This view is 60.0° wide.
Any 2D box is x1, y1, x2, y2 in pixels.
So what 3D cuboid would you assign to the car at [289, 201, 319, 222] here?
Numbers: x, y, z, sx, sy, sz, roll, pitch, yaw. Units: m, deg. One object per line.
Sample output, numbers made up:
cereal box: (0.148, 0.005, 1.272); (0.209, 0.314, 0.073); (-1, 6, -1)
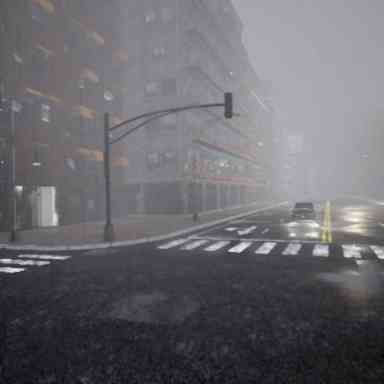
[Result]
car: (8.809, 1.505, 26.037); (1.837, 1.490, 4.892); (-1, 0, 22)
